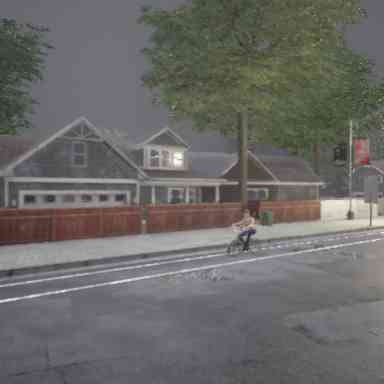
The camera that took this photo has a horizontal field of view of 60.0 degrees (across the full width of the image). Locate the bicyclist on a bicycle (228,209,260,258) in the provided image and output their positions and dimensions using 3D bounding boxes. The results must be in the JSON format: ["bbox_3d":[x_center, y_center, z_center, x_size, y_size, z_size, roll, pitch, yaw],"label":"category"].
[{"bbox_3d":[1.817,1.412,11.456,1.509,1.612,0.866,0,0,-34],"label":"bicyclist on a bicycle"}]
